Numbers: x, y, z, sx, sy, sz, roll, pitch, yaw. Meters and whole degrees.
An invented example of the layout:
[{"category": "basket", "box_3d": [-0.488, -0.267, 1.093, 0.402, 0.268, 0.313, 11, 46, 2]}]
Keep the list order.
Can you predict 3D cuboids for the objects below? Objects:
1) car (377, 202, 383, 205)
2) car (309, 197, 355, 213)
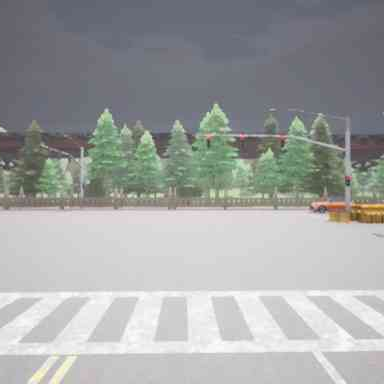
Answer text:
[{"category": "car", "box_3d": [16.876, 1.554, 28.605, 4.181, 1.385, 1.994, 0, 0, -2]}, {"category": "car", "box_3d": [14.911, 1.340, 35.553, 4.553, 1.767, 2.097, 0, 0, -2]}]
